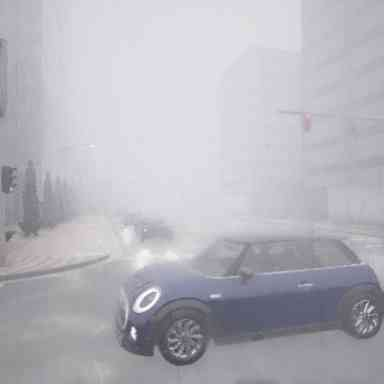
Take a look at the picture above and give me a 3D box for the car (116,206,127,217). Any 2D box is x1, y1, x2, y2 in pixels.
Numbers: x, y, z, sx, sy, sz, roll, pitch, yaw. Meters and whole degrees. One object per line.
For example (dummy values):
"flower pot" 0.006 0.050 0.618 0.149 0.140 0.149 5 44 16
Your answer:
"car" -11.279 3.133 54.119 2.097 1.767 4.553 0 -2 -15

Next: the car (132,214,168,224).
"car" -2.418 2.270 20.658 1.895 1.301 4.718 0 -2 -15

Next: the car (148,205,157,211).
"car" -11.029 4.502 93.857 1.837 1.490 4.892 0 -2 -15

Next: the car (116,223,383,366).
"car" 0.971 1.536 5.946 4.553 1.767 2.097 0 -2 -16

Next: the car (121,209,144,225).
"car" -5.711 2.679 32.969 1.895 1.301 4.718 0 -2 -15

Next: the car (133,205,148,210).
"car" -14.407 4.547 92.944 2.033 1.411 5.357 0 -2 -15
